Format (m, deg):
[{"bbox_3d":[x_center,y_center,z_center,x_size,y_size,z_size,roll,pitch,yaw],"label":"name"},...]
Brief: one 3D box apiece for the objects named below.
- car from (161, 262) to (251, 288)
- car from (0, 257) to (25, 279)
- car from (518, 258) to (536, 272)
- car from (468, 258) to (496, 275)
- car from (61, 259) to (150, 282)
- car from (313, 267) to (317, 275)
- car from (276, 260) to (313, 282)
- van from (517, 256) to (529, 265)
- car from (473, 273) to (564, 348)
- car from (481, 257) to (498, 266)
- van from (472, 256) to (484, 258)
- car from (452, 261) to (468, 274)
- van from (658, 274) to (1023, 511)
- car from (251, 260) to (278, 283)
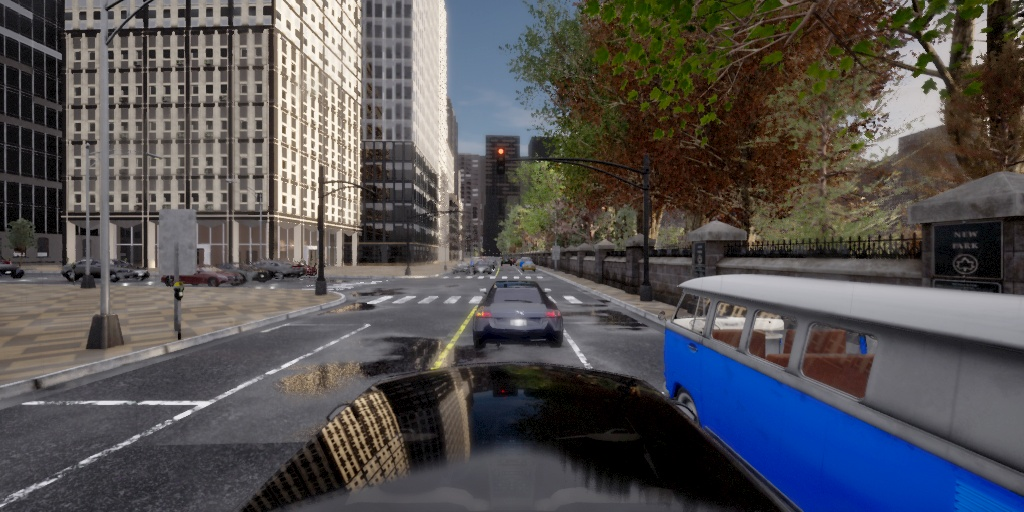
[{"bbox_3d":[-18.150,1.149,21.011,4.207,1.307,1.802,0,0,4],"label":"car"},{"bbox_3d":[-36.453,0.916,24.625,4.181,1.385,1.994,1,0,2],"label":"car"},{"bbox_3d":[2.134,1.260,46.376,1.751,1.417,4.829,0,0,-1],"label":"car"},{"bbox_3d":[-3.137,1.230,38.406,2.128,1.511,4.902,0,0,-1],"label":"car"},{"bbox_3d":[-27.258,0.948,24.125,4.902,1.511,2.128,1,0,3],"label":"car"},{"bbox_3d":[-18.083,1.127,29.125,4.207,1.307,1.802,0,0,4],"label":"car"},{"bbox_3d":[-17.921,1.046,26.489,4.902,1.511,2.128,1,0,4],"label":"car"},{"bbox_3d":[2.012,1.071,51.749,1.690,1.789,3.998,0,0,-1],"label":"van"},{"bbox_3d":[0.101,1.313,9.238,1.994,1.385,4.181,0,0,-1],"label":"car"},{"bbox_3d":[-3.492,1.235,55.269,1.837,1.490,4.892,0,0,-1],"label":"car"},{"bbox_3d":[-6.305,1.063,62.501,1.690,1.789,3.998,0,0,-2],"label":"van"},{"bbox_3d":[-5.628,1.288,40.326,2.007,1.370,4.403,0,0,-1],"label":"car"},{"bbox_3d":[2.568,1.091,2.657,1.690,1.789,3.998,0,0,0],"label":"van"},{"bbox_3d":[-18.276,1.123,23.559,4.181,1.385,1.994,1,0,4],"label":"car"}]
